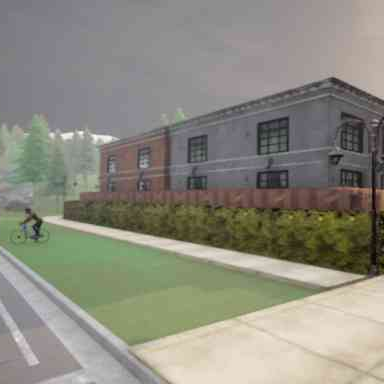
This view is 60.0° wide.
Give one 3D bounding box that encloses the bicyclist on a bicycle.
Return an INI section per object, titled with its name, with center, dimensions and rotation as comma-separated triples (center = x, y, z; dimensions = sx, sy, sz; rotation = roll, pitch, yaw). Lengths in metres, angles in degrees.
[bicyclist on a bicycle]
center = -7.214, 1.535, 14.907
dimensions = 1.656, 1.620, 0.582
rotation = 2, -2, -38
